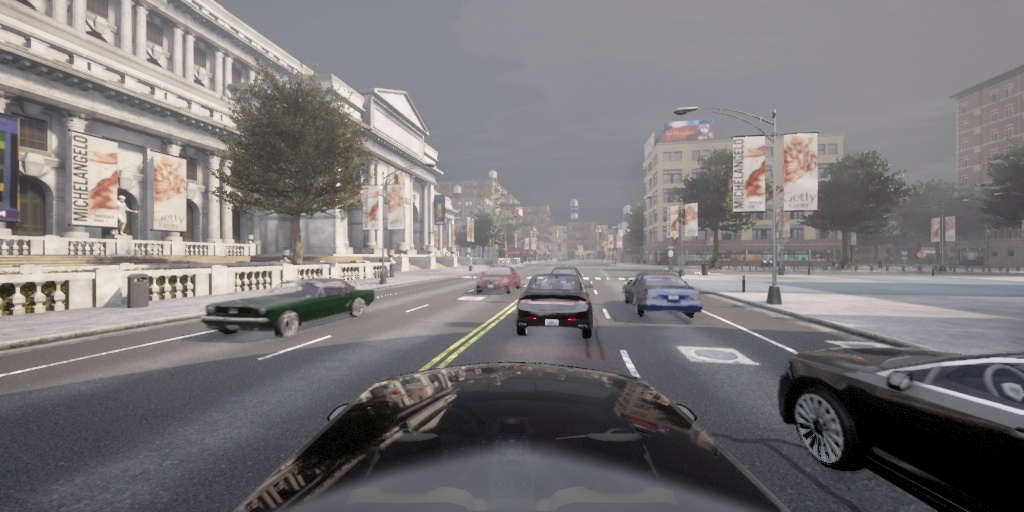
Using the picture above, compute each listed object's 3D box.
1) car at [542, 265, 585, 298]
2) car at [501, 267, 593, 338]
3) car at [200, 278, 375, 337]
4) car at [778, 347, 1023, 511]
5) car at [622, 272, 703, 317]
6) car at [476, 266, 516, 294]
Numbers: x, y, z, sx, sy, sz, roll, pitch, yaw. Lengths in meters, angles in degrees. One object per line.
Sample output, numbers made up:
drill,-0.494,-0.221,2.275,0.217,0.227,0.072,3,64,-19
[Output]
car,2.937,1.297,19.724,2.033,1.411,5.357,0,0,11
car,1.265,1.241,10.248,2.128,1.511,4.902,0,0,9
car,-6.086,1.351,10.489,1.895,1.301,4.718,0,0,10
car,3.803,1.242,1.927,2.128,1.511,4.902,0,0,1
car,5.322,1.297,13.288,2.033,1.411,5.357,0,0,10
car,-0.636,1.275,20.305,1.812,1.442,4.674,0,0,11
